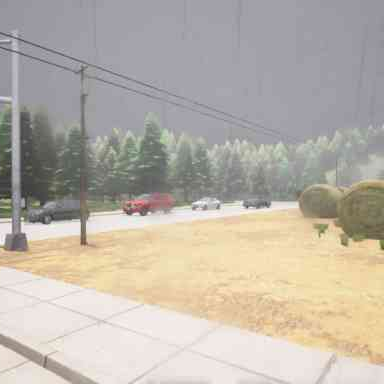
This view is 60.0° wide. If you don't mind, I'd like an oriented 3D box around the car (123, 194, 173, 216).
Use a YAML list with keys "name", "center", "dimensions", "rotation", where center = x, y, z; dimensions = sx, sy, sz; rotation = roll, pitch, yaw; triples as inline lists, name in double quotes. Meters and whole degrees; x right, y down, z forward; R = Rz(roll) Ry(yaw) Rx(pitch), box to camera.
- name: "car"
  center: [-4.135, 1.180, 32.369]
  dimensions: [2.150, 2.045, 5.566]
  rotation: [0, 0, 37]

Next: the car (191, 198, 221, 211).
- name: "car"
  center: [1.778, 1.431, 40.310]
  dimensions: [1.812, 1.442, 4.674]
  rotation: [0, 0, 37]

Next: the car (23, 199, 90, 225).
- name: "car"
  center: [-9.918, 1.362, 24.592]
  dimensions: [2.097, 1.767, 4.553]
  rotation: [0, 0, 37]

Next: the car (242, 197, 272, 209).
- name: "car"
  center: [8.466, 1.411, 43.123]
  dimensions: [2.033, 1.411, 5.357]
  rotation: [0, 0, 37]
